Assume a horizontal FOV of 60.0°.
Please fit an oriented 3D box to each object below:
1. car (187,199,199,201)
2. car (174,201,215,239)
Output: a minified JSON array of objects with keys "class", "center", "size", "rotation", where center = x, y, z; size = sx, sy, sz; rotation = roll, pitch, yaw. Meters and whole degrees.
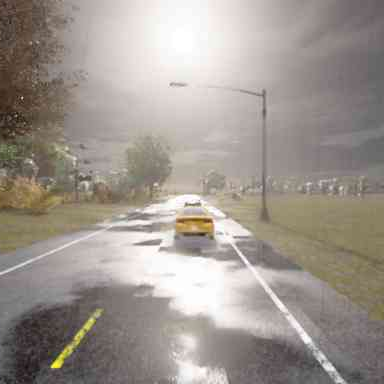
[{"class":"car","center":[0.105,1.492,35.652],"size":[2.128,1.511,4.902],"rotation":[0,0,0]},{"class":"car","center":[0.114,1.476,17.250],"size":[1.882,1.535,5.008],"rotation":[0,0,0]}]
